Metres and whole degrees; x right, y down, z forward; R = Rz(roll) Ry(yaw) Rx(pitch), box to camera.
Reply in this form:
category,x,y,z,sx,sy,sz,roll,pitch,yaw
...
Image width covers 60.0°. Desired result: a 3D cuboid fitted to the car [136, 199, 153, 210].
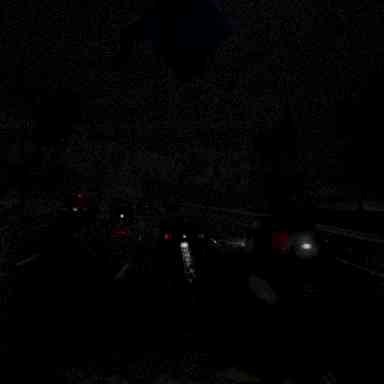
category,x,y,z,sx,sy,sz,roll,pitch,yaw
car,-6.689,1.692,46.159,2.128,1.511,4.902,0,0,-17

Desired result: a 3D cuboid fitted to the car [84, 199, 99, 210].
category,x,y,z,sx,sy,sz,roll,pitch,yaw
car,-14.625,1.794,48.215,1.812,1.442,4.674,0,0,-19

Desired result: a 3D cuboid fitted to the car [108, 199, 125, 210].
category,x,y,z,sx,sy,sz,roll,pitch,yaw
car,-11.125,1.806,48.520,1.994,1.385,4.181,0,0,-19

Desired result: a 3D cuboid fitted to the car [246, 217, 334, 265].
category,x,y,z,sx,sy,sz,roll,pitch,yaw
car,3.239,1.577,11.793,1.994,1.385,4.181,0,0,-4

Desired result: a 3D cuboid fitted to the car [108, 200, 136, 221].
category,x,y,z,sx,sy,sz,roll,pitch,yaw
car,-6.069,1.646,28.930,1.837,1.490,4.892,1,0,-11

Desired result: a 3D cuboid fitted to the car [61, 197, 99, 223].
category,x,y,z,sx,sy,sz,roll,pitch,yaw
car,-9.135,1.381,27.146,2.150,2.045,5.566,0,0,-11

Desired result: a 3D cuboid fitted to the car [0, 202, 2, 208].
category,x,y,z,sx,sy,sz,roll,pitch,yaw
car,-31.373,1.973,52.624,1.994,1.385,4.181,0,0,-21

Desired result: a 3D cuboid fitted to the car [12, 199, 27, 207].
category,x,y,z,sx,sy,sz,roll,pitch,yaw
car,-28.688,1.891,55.302,2.128,1.511,4.902,0,0,-22

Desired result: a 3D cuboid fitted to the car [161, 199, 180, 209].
category,x,y,z,sx,sy,sz,roll,pitch,yaw
car,-3.003,1.663,46.026,2.128,1.511,4.902,0,0,-17

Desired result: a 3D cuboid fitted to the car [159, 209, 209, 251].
category,x,y,z,sx,sy,sz,roll,pitch,yaw
car,-0.470,1.651,14.404,1.895,1.301,4.718,0,0,-5
